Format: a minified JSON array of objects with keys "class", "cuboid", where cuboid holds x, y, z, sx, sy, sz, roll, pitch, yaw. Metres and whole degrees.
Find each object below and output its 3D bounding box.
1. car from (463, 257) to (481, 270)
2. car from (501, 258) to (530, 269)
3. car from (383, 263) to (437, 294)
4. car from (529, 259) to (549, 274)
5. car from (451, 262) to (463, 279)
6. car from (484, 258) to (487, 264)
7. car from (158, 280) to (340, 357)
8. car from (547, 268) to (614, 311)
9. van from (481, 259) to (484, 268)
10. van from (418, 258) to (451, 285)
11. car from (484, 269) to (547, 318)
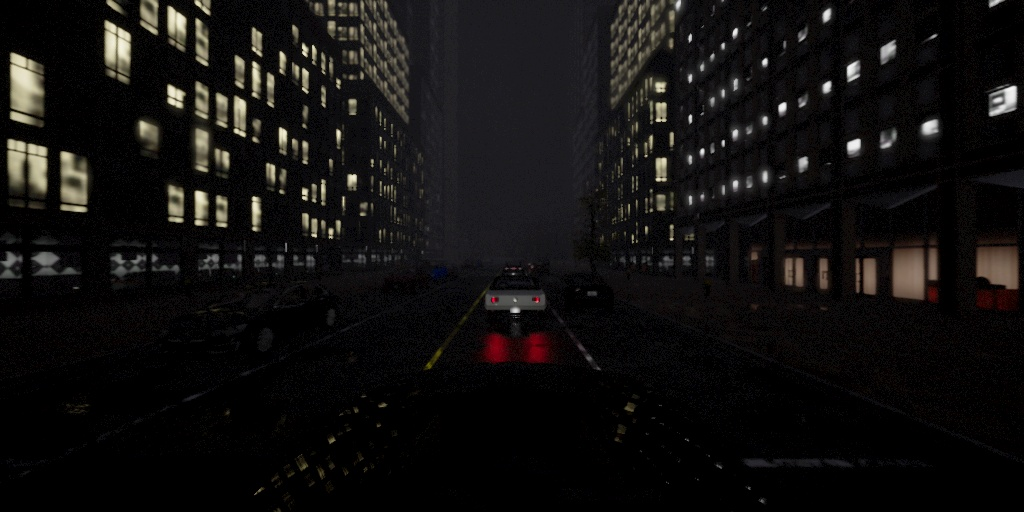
[{"class":"car","cuboid":[-5.678,1.100,48.275,1.967,1.591,4.097,0,0,0]},{"class":"car","cuboid":[0.108,1.190,30.377,2.128,1.511,4.902,0,0,0]},{"class":"car","cuboid":[-5.686,1.263,19.814,1.888,1.381,4.507,0,0,0]},{"class":"car","cuboid":[2.700,1.125,36.874,1.967,1.591,4.097,0,0,0]},{"class":"car","cuboid":[-5.683,1.278,31.199,1.802,1.307,4.207,0,0,0]},{"class":"car","cuboid":[-5.675,1.200,59.660,1.948,1.339,4.313,0,0,0]},{"class":"car","cuboid":[-5.689,1.289,8.430,2.007,1.370,4.403,0,0,0]},{"class":"car","cuboid":[2.694,1.295,14.107,1.948,1.339,4.313,0,0,0]},{"class":"van","cuboid":[-5.677,0.988,53.968,1.690,1.789,3.998,0,0,0]},{"class":"van","cuboid":[-5.684,1.048,25.507,1.690,1.789,3.998,0,0,0]},{"class":"car","cuboid":[0.104,1.332,12.928,1.895,1.301,4.718,0,0,0]}]
